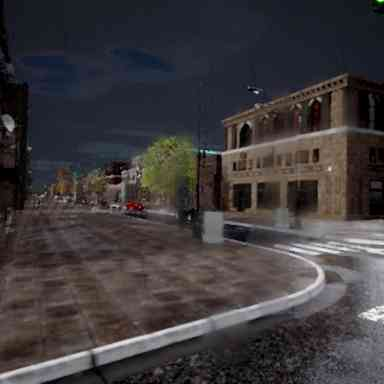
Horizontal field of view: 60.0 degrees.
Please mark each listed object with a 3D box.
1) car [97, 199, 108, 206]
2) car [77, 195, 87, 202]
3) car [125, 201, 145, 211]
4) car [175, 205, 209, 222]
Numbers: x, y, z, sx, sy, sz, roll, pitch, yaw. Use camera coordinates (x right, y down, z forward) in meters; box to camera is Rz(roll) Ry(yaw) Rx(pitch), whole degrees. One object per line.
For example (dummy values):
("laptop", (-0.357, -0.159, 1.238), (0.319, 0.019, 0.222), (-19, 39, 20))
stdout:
("car", (-17.439, 1.964, 64.735), (1.802, 1.307, 4.206), (2, -1, -26))
("car", (-29.585, 1.774, 89.551), (2.192, 1.841, 5.009), (2, -1, -26))
("car", (-7.716, 1.863, 44.886), (1.887, 1.381, 4.507), (2, -1, -26))
("car", (-0.011, 1.819, 29.221), (2.008, 1.369, 4.403), (2, -1, -26))
